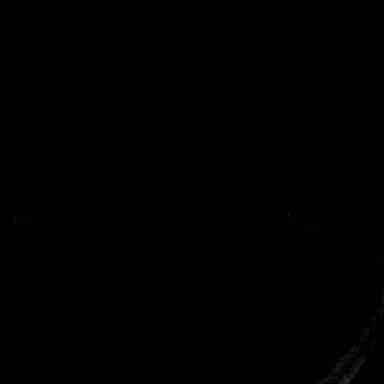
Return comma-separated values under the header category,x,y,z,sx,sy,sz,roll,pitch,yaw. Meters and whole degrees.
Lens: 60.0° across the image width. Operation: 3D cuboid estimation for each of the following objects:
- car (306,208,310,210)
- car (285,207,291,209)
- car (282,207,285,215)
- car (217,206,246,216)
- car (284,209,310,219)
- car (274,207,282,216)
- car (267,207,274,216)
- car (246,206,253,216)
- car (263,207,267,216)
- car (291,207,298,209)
category,x,y,z,sx,sy,sz,roll,pitch,yaw
car,28.231,5.020,88.618,4.553,1.767,2.185,0,-2,21
car,20.458,4.827,79.604,4.792,1.488,2.163,0,-2,20
car,18.599,4.560,77.323,4.553,1.767,2.185,0,-2,20
car,7.259,3.845,63.556,4.892,1.521,2.231,0,-3,18
car,18.122,4.039,57.240,1.895,1.301,4.718,0,-3,38
car,16.692,4.313,75.057,5.566,2.045,2.435,0,-3,20
car,14.578,4.428,72.818,5.366,1.575,1.946,0,-2,19
car,9.095,3.742,65.889,5.566,2.045,2.435,0,-3,19
car,12.843,4.164,70.491,4.553,1.767,2.185,0,-3,19
car,22.390,4.647,81.876,5.566,2.045,2.435,0,-2,20
